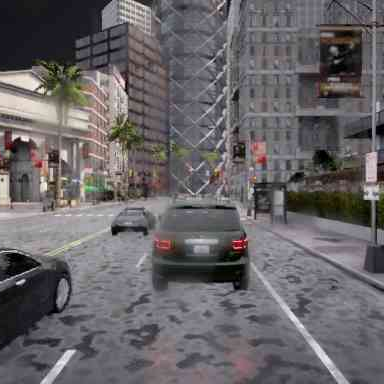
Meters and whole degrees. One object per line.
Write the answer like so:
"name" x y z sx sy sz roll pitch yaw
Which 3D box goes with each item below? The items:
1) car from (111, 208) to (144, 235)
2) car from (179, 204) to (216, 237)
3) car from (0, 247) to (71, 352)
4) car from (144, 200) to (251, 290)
"car" -3.200 1.564 18.836 1.994 1.385 4.181 0 0 1
"car" 0.301 1.505 19.082 1.837 1.490 4.892 0 0 1
"car" -3.320 1.506 4.721 1.837 1.490 4.892 0 1 0
"car" 0.200 1.221 9.221 2.150 2.045 5.566 0 0 0
